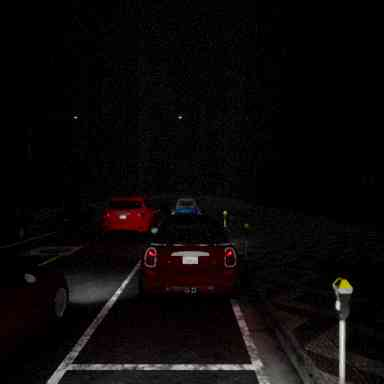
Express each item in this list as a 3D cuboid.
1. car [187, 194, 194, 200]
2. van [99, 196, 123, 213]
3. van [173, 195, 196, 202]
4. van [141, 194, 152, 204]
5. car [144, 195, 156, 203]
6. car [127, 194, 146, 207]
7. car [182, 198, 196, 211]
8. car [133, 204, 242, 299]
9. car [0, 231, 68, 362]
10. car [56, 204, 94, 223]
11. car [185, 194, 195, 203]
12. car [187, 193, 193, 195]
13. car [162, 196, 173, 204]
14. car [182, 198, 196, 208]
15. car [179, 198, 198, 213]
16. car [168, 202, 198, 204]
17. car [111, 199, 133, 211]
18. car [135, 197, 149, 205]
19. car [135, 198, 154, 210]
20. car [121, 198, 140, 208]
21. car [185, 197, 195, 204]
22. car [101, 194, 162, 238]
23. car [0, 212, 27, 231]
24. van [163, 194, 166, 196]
[{"bbox_3d":[-0.386,1.484,93.370,1.967,1.590,4.097,0,0,0],"label":"car"},{"bbox_3d":[-8.911,1.354,36.996,1.690,1.788,3.998,0,0,0],"label":"van"},{"bbox_3d":[-0.386,1.348,25.735,1.690,1.788,3.998,0,0,0],"label":"van"},{"bbox_3d":[-8.911,1.369,65.180,1.690,1.788,3.998,0,0,0],"label":"van"},{"bbox_3d":[-8.911,1.471,70.817,1.967,1.590,4.097,0,0,0],"label":"car"},{"bbox_3d":[-8.911,1.337,53.906,2.192,1.841,5.009,0,0,0],"label":"car"},{"bbox_3d":[-0.385,1.541,42.814,1.752,1.417,4.829,0,0,0],"label":"car"},{"bbox_3d":[-0.032,1.353,8.620,2.097,1.767,4.553,0,0,0],"label":"car"},{"bbox_3d":[-3.143,1.526,4.108,1.812,1.442,4.674,0,0,0],"label":"car"},{"bbox_3d":[-8.910,1.573,25.722,1.947,1.339,4.313,0,0,0],"label":"car"},{"bbox_3d":[-0.386,1.346,70.826,2.192,1.841,5.009,0,0,0],"label":"car"},{"bbox_3d":[-0.386,1.465,59.552,1.967,1.590,4.097,0,0,0],"label":"car"},{"bbox_3d":[-3.100,1.503,33.946,2.128,1.511,4.902,0,0,1],"label":"car"},{"bbox_3d":[-0.385,1.570,48.280,2.008,1.369,4.403,0,0,0],"label":"car"},{"bbox_3d":[-0.386,1.453,37.008,1.967,1.590,4.097,0,0,0],"label":"car"},{"bbox_3d":[-0.385,1.530,20.269,1.752,1.417,4.829,0,0,0],"label":"car"},{"bbox_3d":[-8.910,1.582,42.633,1.947,1.339,4.313,0,0,0],"label":"car"},{"bbox_3d":[-8.910,1.570,59.543,1.887,1.381,4.507,0,0,0],"label":"car"},{"bbox_3d":[-6.187,1.523,43.727,1.837,1.490,4.892,0,0,1],"label":"car"},{"bbox_3d":[-8.910,1.585,48.269,1.947,1.339,4.313,0,0,0],"label":"car"},{"bbox_3d":[-0.385,1.594,65.189,1.947,1.339,4.313,0,0,0],"label":"car"},{"bbox_3d":[-3.112,1.227,17.812,2.150,2.045,5.566,0,0,1],"label":"car"},{"bbox_3d":[-8.910,1.547,14.449,1.887,1.381,4.507,0,0,0],"label":"car"},{"bbox_3d":[-8.911,1.385,93.363,1.690,1.788,3.998,0,0,0],"label":"van"}]
